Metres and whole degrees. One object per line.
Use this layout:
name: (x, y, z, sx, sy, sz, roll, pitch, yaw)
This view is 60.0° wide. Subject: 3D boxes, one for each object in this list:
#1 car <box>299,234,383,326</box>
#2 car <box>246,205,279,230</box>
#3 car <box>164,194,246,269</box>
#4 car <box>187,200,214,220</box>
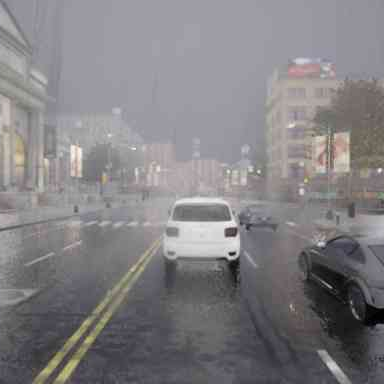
car: (3.752, 1.568, 7.046, 1.994, 1.385, 4.181, 0, 0, 1)
car: (4.036, 1.546, 20.834, 2.033, 1.411, 5.357, 0, 0, 1)
car: (0.313, 1.218, 11.320, 2.150, 2.045, 5.566, 0, 0, 1)
car: (0.738, 1.482, 29.150, 2.128, 1.511, 4.902, 0, 0, 1)
